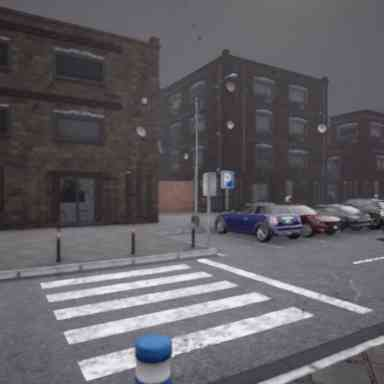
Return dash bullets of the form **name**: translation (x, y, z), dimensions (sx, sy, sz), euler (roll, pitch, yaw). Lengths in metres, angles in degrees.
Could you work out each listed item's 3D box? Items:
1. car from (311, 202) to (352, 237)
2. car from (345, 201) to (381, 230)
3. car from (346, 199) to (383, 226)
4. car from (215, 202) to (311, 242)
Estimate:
- **car**: translation (5.393, 1.370, 17.623), dimensions (2.097, 1.535, 5.008), euler (0, 0, -31)
- **car**: translation (7.758, 1.391, 19.038), dimensions (2.002, 1.452, 4.674), euler (0, 0, -31)
- **car**: translation (10.134, 1.205, 20.435), dimensions (2.185, 1.767, 4.553), euler (0, 0, -31)
- **car**: translation (3.045, 1.260, 16.166), dimensions (2.185, 1.767, 4.553), euler (0, 0, -31)
